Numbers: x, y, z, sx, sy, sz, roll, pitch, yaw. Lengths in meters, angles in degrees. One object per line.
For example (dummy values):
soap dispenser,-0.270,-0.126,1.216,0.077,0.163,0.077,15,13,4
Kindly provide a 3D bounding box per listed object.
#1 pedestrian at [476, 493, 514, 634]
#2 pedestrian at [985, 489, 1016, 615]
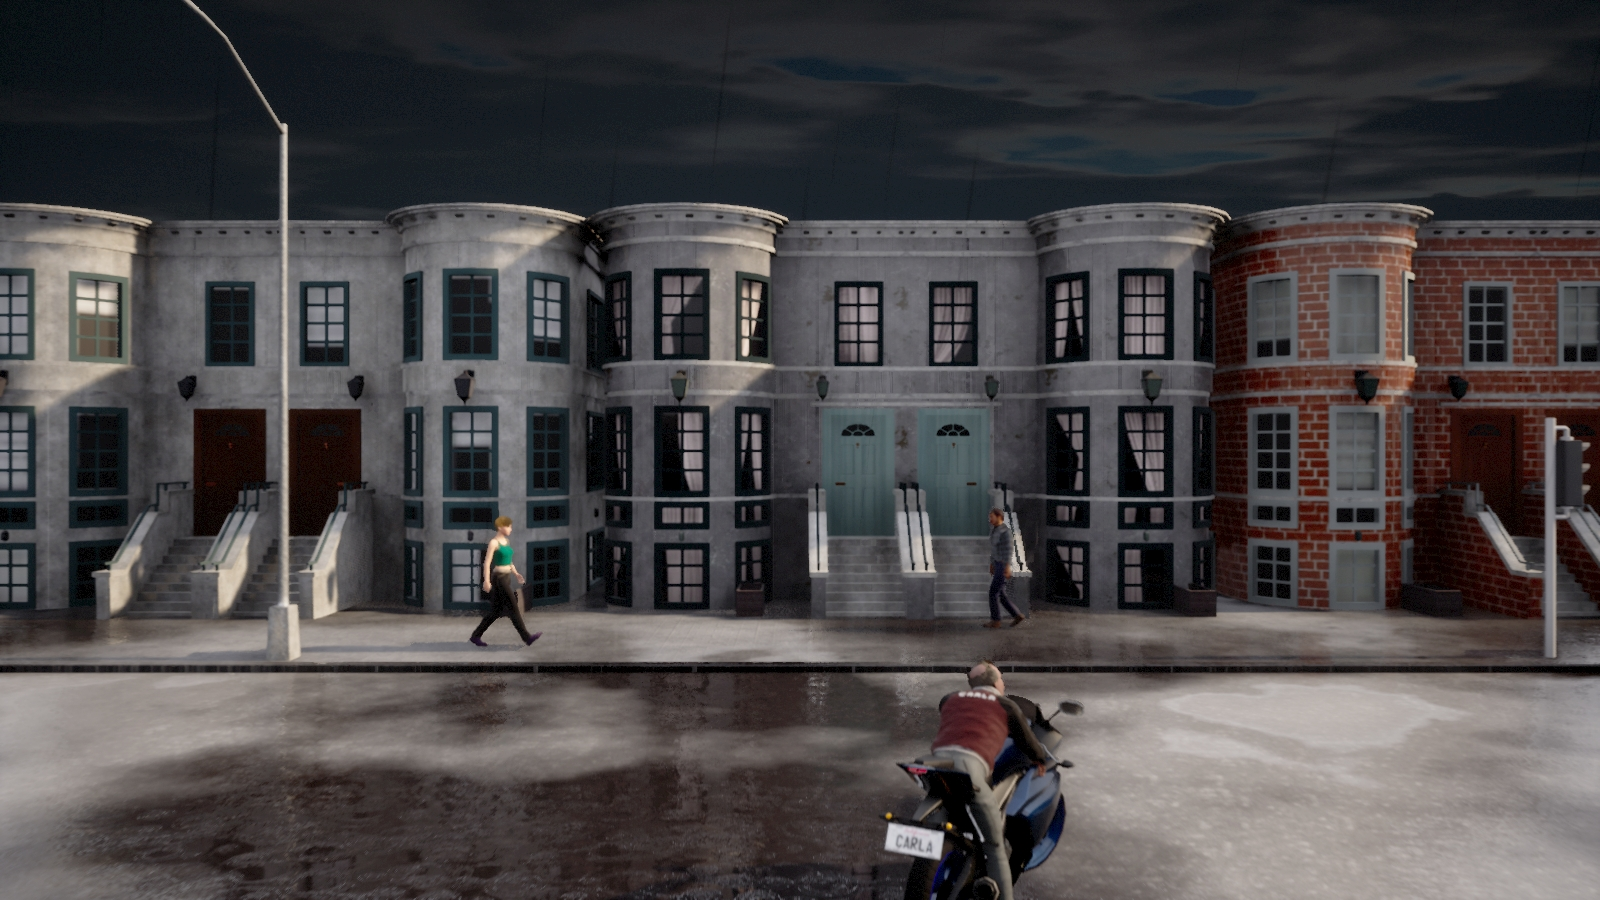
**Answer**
pedestrian,-4.131,1.524,15.478,0.375,1.860,0.375,0,0,11
pedestrian,3.012,1.524,17.177,0.375,1.860,0.375,0,0,-3
